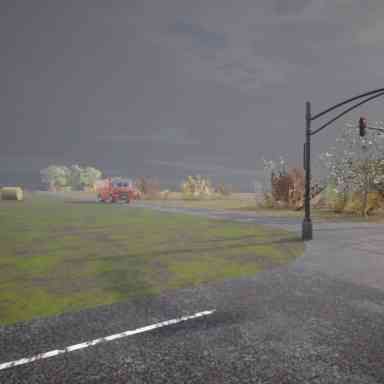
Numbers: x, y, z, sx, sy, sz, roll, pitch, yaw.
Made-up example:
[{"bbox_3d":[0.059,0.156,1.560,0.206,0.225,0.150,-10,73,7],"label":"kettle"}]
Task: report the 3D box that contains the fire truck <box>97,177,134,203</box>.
[{"bbox_3d":[-11.715,-0.354,50.059,2.891,3.827,8.468,1,0,-32],"label":"fire truck"}]
